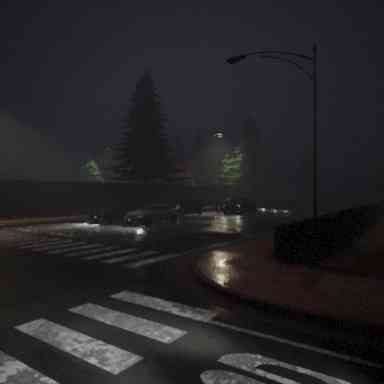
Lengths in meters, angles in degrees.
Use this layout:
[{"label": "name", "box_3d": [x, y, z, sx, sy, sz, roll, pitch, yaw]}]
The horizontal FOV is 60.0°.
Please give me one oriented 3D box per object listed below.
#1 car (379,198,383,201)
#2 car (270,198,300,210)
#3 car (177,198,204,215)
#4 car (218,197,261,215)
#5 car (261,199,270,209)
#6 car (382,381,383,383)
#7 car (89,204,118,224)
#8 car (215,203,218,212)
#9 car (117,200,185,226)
[{"label": "car", "box_3d": [30.668, 1.545, 51.236, 4.674, 1.442, 1.812, 0, 0, -30]}, {"label": "car", "box_3d": [12.949, 1.534, 45.180, 1.882, 1.535, 5.008, 0, 0, 39]}, {"label": "car", "box_3d": [-0.818, 1.421, 32.655, 2.097, 1.767, 4.553, 0, 0, 36]}, {"label": "car", "box_3d": [5.030, 1.410, 34.701, 2.097, 1.767, 4.553, 0, 0, 36]}, {"label": "car", "box_3d": [10.632, 1.633, 47.871, 1.994, 1.385, 4.181, 0, 0, 38]}, {"label": "car", "box_3d": [3.549, 1.594, 1.497, 4.718, 1.301, 1.895, 0, 0, 37]}, {"label": "car", "box_3d": [-5.847, 1.633, 25.768, 1.994, 1.385, 4.181, 0, 0, 36]}, {"label": "car", "box_3d": [4.571, 1.561, 39.971, 2.128, 1.511, 4.902, 0, 0, 37]}, {"label": "car", "box_3d": [-2.799, 1.583, 24.007, 1.812, 1.442, 4.674, 0, 0, 36]}]
